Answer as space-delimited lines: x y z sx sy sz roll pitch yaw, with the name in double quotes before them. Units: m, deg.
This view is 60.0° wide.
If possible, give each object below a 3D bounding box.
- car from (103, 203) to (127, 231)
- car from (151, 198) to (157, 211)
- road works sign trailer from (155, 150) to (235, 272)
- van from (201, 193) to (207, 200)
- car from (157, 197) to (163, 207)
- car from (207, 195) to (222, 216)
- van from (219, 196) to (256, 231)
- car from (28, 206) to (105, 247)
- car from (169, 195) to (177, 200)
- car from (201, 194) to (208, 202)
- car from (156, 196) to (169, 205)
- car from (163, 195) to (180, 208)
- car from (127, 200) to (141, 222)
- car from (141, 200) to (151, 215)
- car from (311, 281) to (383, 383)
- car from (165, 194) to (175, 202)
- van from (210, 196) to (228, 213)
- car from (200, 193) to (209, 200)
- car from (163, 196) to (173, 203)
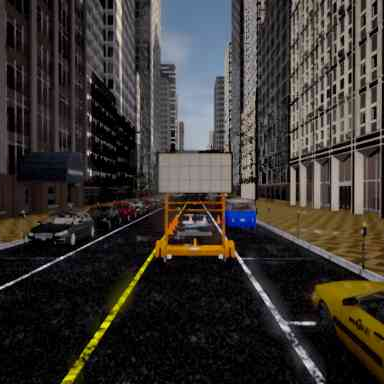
"car" -5.547 1.554 20.406 1.947 1.339 4.313 -1 0 0
"car" -5.421 1.561 37.457 1.802 1.307 4.206 -1 0 0
"road works sign trailer" 0.097 0.458 10.744 2.380 3.560 2.880 0 0 1
"van" 3.377 1.284 94.230 1.690 1.788 3.998 -1 0 0
"car" -5.337 1.523 48.824 2.008 1.369 4.403 -1 0 0
"car" 2.915 1.297 31.711 2.192 1.841 5.009 -1 0 0
"van" 2.831 1.329 20.344 1.690 1.788 3.998 -1 0 0
"car" -5.589 1.542 14.723 2.008 1.369 4.403 -1 0 0
"car" -5.044 1.472 88.438 1.752 1.417 4.829 -1 0 0
"car" 3.127 1.516 60.128 2.008 1.369 4.403 -1 0 0
"car" -5.253 1.516 60.190 2.008 1.369 4.403 -1 0 0
"car" -2.714 1.450 48.901 1.882 1.535 5.008 0 0 1
"car" -5.505 1.530 26.090 1.887 1.381 4.507 -1 0 0
"car" -5.464 1.533 31.773 2.008 1.369 4.403 -1 0 0
"car" 2.708 1.523 3.463 1.752 1.417 4.829 -1 0 0
"car" -5.128 1.395 77.241 1.967 1.590 4.097 -1 0 0
"van" 2.957 1.320 37.394 1.690 1.788 3.998 -1 0 0
"car" 3.335 1.262 88.546 2.192 1.841 5.009 -1 0 0
"car" -5.169 1.540 71.557 1.802 1.307 4.206 -1 0 0
